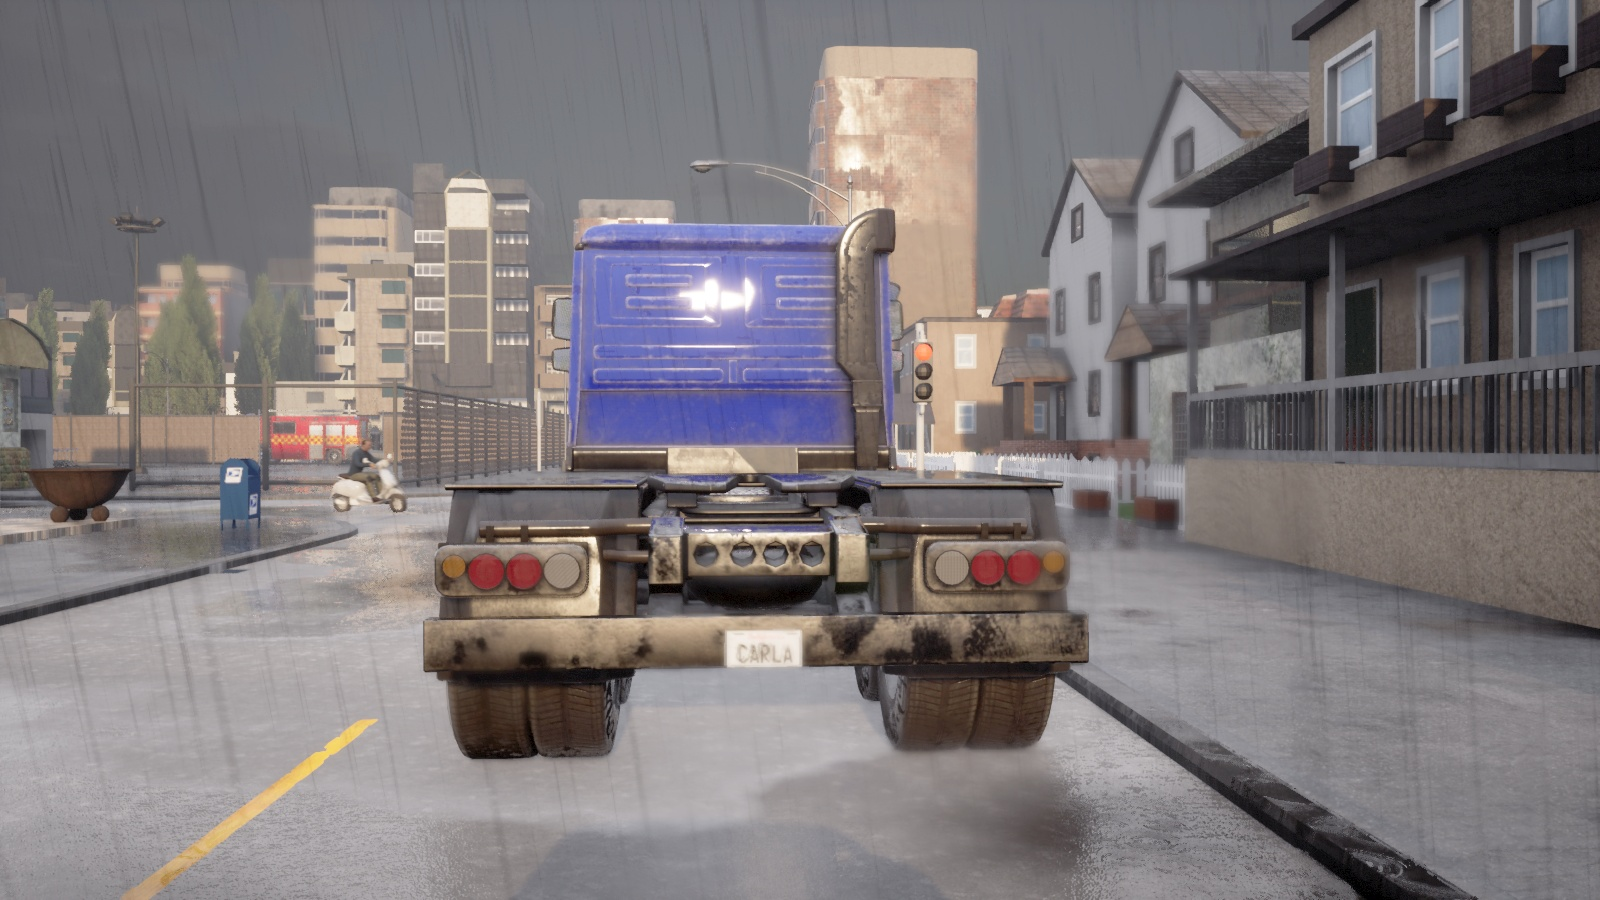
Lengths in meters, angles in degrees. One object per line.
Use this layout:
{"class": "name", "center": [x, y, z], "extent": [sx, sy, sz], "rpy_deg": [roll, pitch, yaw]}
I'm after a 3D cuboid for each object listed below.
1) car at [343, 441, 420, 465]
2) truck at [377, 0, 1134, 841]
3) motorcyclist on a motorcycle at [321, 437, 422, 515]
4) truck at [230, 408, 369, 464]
{"class": "car", "center": [-27.921, 0.197, 83.916], "extent": [4.514, 1.525, 2.007], "rpy_deg": [0, 0, -3]}
{"class": "truck", "center": [-0.432, -0.285, 8.765], "extent": [2.891, 3.462, 7.936], "rpy_deg": [0, 0, -4]}
{"class": "motorcyclist on a motorcycle", "center": [-9.147, 0.541, 26.827], "extent": [1.817, 1.590, 0.866], "rpy_deg": [0, 3, 13]}
{"class": "truck", "center": [-34.798, -0.940, 87.533], "extent": [8.468, 3.827, 2.891], "rpy_deg": [0, 0, -3]}
